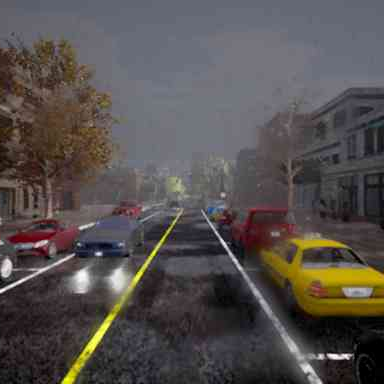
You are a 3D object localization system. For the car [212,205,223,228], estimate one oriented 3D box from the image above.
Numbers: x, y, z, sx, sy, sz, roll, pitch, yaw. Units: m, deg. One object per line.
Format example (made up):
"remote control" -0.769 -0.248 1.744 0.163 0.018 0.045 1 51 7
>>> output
"car" 2.681 1.867 24.181 1.802 1.307 4.206 -1 -1 0

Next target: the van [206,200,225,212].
"van" 2.676 1.755 35.280 1.690 1.788 3.998 -1 -1 0

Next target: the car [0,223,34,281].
"car" -5.696 1.641 7.533 2.008 1.369 4.403 -1 -1 0

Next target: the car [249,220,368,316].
"car" 2.686 1.618 7.707 1.752 1.417 4.829 -1 -1 0

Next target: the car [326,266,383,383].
"car" 2.687 1.591 1.990 1.947 1.339 4.313 -1 -1 0

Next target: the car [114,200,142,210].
"car" -5.703 1.664 29.728 2.192 1.841 5.009 -1 -1 0

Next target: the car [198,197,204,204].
"car" 2.660 2.429 95.511 2.192 1.841 5.009 -1 -1 0

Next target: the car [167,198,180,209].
"car" -3.016 2.234 58.693 1.837 1.490 4.892 0 -1 0

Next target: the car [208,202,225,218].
"car" 2.679 1.877 29.900 1.752 1.417 4.829 -1 -1 0

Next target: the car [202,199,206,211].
"car" 2.675 2.071 46.544 1.752 1.417 4.829 -1 -1 0

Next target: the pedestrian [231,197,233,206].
"pedestrian" 7.118 1.835 59.857 0.375 1.860 0.375 -1 0 0

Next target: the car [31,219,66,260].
"car" -5.696 1.737 13.081 1.802 1.307 4.206 -1 -1 0

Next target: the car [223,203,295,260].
"car" 2.681 1.470 13.089 2.192 1.841 5.009 -1 -1 0

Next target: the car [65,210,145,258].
"car" -3.105 1.710 13.721 2.033 1.411 5.357 0 -1 0
